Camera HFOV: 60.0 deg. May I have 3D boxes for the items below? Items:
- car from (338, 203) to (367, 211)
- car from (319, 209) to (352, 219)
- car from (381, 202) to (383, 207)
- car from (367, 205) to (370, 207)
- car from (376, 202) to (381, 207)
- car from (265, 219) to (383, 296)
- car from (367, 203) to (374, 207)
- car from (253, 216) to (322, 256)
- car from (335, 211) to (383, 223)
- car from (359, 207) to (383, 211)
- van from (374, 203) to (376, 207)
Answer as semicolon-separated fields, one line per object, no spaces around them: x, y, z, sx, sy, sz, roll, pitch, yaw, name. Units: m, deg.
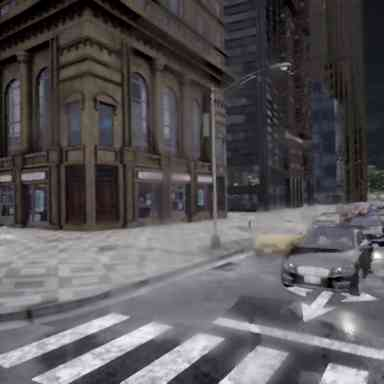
14.788;2.062;31.393;2.192;1.841;5.009;-3;-2;32;car
9.543;2.146;23.145;2.008;1.369;4.403;-3;-2;32;car
36.688;2.910;65.742;1.887;1.381;4.507;-3;-2;32;car
17.420;2.367;35.506;1.887;1.381;4.507;-3;-2;32;car
28.015;2.565;52.140;1.967;1.590;4.097;-3;-2;32;car
4.118;1.799;9.725;2.128;1.511;4.902;-2;-2;33;car
20.043;2.338;39.629;1.967;1.590;4.097;-3;-2;32;car
4.200;1.965;14.762;1.752;1.417;4.829;-3;-2;32;car
9.444;2.008;18.013;2.033;1.411;5.357;-2;-2;32;car
14.801;2.180;26.404;1.994;1.385;4.181;-2;-2;33;car
22.666;2.314;43.752;1.690;1.788;3.998;-3;-2;32;van
